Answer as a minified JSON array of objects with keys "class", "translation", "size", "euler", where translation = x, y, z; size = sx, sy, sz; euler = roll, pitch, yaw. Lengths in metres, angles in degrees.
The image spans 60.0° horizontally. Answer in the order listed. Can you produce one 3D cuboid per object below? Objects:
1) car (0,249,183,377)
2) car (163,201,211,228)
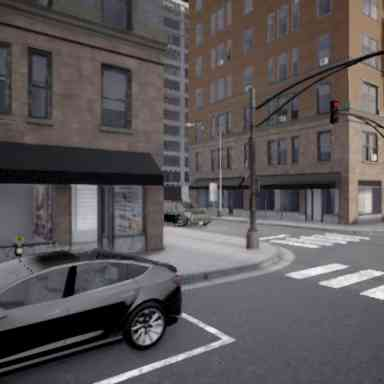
[{"class":"car","translation":[-2.132,1.567,4.667],"size":[4.313,1.339,1.947],"euler":[0,0,-36]},{"class":"car","translation":[-0.714,1.434,23.118],"size":[2.097,1.767,4.553],"euler":[0,0,-36]}]
